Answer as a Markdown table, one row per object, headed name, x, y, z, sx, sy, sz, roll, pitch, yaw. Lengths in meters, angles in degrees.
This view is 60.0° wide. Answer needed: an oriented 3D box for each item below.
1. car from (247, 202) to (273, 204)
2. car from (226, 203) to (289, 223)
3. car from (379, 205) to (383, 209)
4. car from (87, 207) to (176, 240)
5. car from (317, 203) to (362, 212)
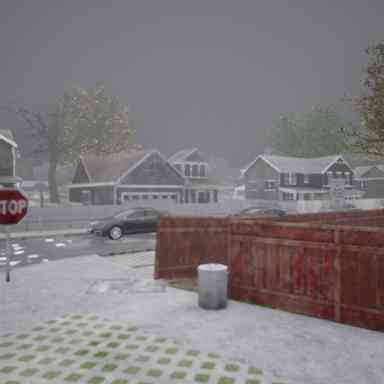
| name | x | y | z | sx | sy | sz | roll | pitch | yaw |
| --- | --- | --- | --- | --- | --- | --- | --- | --- | --- |
| car | 4.417 | 1.483 | 22.882 | 4.553 | 1.767 | 2.097 | 0 | 0 | -35 |
| car | 4.484 | 1.613 | 19.438 | 4.892 | 1.490 | 1.837 | 0 | -1 | -35 |
| car | 21.076 | 1.578 | 33.854 | 4.553 | 1.767 | 2.097 | 0 | 0 | -31 |
| car | -2.992 | 1.591 | 17.518 | 4.892 | 1.490 | 1.837 | 0 | 0 | -37 |
| car | 12.617 | 1.684 | 28.467 | 4.892 | 1.490 | 1.837 | 1 | -1 | -33 |
